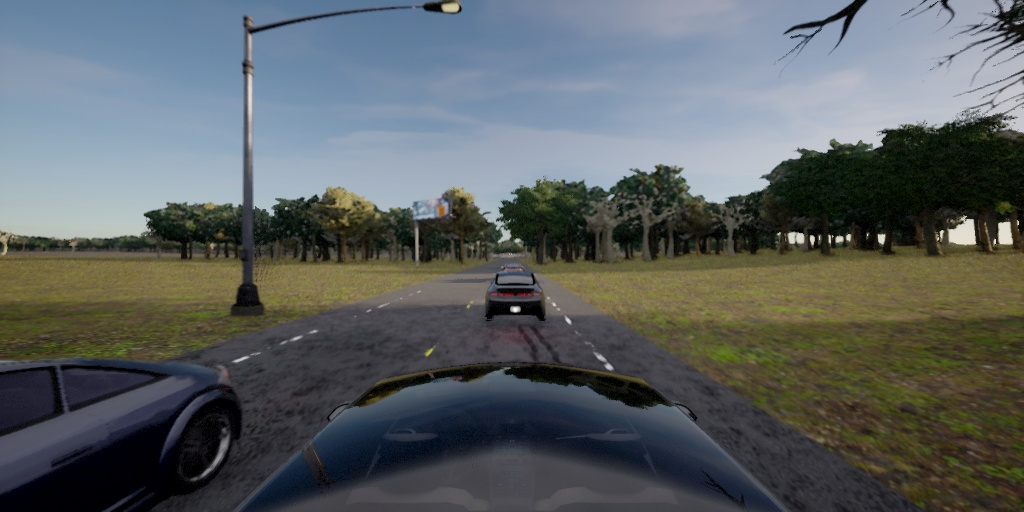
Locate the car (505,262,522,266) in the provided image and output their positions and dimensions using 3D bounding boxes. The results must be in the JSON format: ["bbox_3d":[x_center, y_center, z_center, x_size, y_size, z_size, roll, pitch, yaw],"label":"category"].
[{"bbox_3d":[0.092,1.285,30.776,2.128,1.511,4.902,0,0,0],"label":"car"}]

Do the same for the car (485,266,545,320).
[{"bbox_3d":[0.096,1.271,12.649,1.837,1.490,4.892,0,0,0],"label":"car"}]

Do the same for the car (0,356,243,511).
[{"bbox_3d":[-3.591,1.314,1.722,1.994,1.385,4.181,0,0,0],"label":"car"}]
